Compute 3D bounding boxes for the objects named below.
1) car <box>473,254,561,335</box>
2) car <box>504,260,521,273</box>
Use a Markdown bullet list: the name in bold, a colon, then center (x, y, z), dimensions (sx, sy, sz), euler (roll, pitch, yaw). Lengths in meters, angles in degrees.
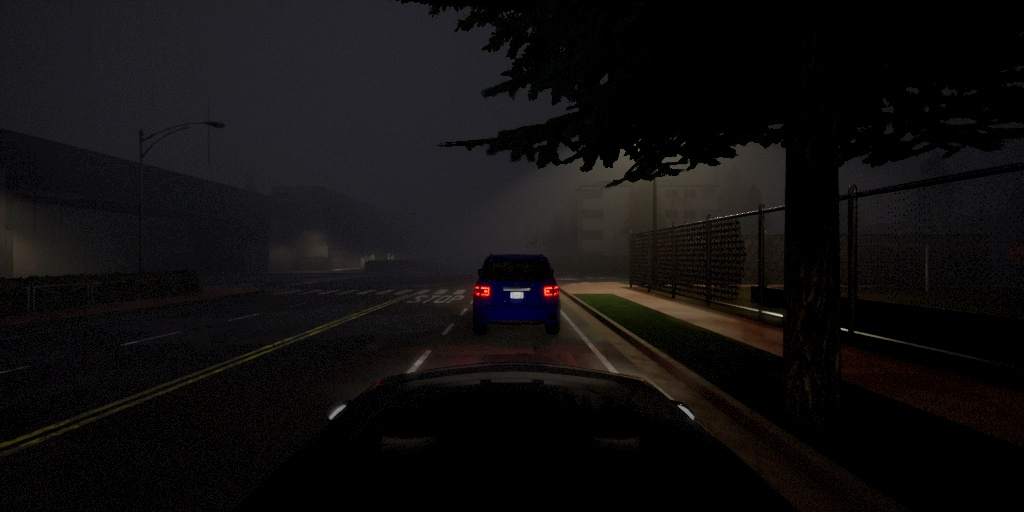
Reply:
- **car**: center (0.115, 0.972, 10.701), dimensions (2.150, 2.045, 5.566), euler (0, 0, 0)
- **car**: center (0.025, 1.242, 45.576), dimensions (2.128, 1.511, 4.902), euler (0, 0, 0)
